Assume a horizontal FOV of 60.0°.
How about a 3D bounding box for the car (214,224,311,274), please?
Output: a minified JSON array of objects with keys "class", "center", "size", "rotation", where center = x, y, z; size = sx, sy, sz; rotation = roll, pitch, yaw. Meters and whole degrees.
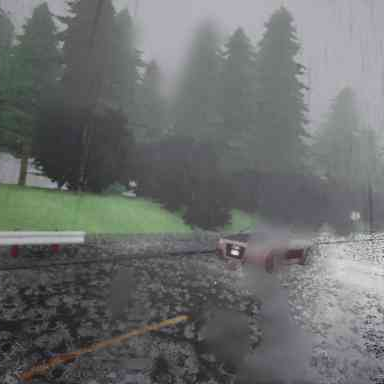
[{"class":"car","center":[2.722,1.918,12.083],"size":[1.994,1.385,4.181],"rotation":[7,0,42]}]
